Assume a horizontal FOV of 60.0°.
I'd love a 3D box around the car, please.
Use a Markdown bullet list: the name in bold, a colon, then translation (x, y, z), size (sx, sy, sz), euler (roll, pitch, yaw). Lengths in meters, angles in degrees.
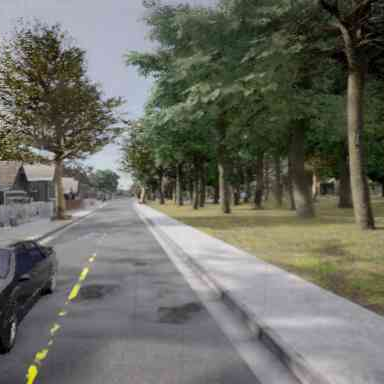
- **car**: translation (-3.889, 1.678, 6.357), size (2.033, 1.411, 5.357), euler (-1, 0, -11)
